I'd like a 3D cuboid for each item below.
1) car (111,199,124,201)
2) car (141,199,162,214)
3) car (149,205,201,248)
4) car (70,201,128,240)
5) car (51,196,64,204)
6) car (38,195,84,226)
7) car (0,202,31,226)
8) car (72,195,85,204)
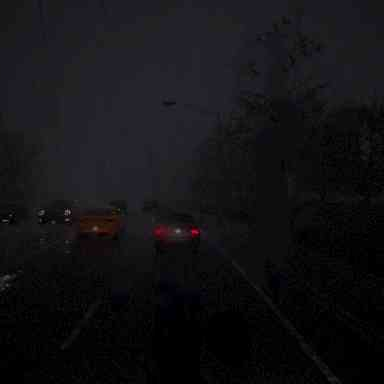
[{"bbox_3d":[-7.869,1.477,35.214,1.837,1.490,4.892,0,0,-13],"label":"car"},{"bbox_3d":[-4.317,1.465,35.374,2.128,1.511,4.902,0,0,-13],"label":"car"},{"bbox_3d":[-0.748,1.536,14.744,2.033,1.411,5.357,0,0,-6],"label":"car"},{"bbox_3d":[-4.579,1.465,17.171,1.882,1.535,5.008,0,0,-7],"label":"car"},{"bbox_3d":[-25.342,1.532,62.714,1.895,1.301,4.718,0,0,-26],"label":"car"},{"bbox_3d":[-9.184,1.334,23.286,2.097,1.767,4.553,0,0,-10],"label":"car"},{"bbox_3d":[-12.679,1.487,23.032,1.837,1.490,4.892,0,0,-10],"label":"car"},{"bbox_3d":[-21.513,1.434,62.743,1.837,1.490,4.892,0,0,-25],"label":"car"}]
